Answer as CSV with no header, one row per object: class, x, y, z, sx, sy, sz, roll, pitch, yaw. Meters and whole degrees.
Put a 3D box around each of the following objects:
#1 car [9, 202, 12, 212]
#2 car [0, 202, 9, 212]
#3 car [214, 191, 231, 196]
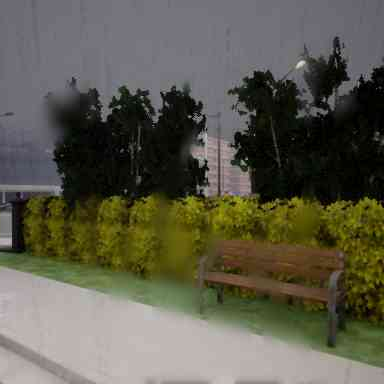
car,-16.604,1.480,35.837,1.812,1.442,4.674,0,0,35
car,-19.742,1.520,37.456,1.994,1.385,4.181,0,0,35
car,6.132,0.572,68.099,2.097,1.767,4.553,0,1,35
